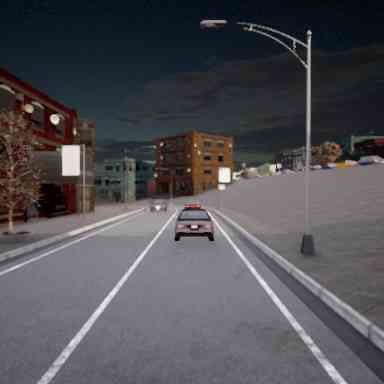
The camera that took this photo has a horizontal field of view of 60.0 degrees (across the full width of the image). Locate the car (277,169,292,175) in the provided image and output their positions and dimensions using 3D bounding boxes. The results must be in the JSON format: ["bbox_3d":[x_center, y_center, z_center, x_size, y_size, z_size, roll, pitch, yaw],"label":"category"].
[{"bbox_3d":[21.490,-4.321,75.162,2.185,1.767,4.553,0,1,-1],"label":"car"}]

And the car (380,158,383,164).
[{"bbox_3d":[23.533,-3.541,36.433,2.163,1.488,4.792,0,1,-6],"label":"car"}]

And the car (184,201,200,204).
[{"bbox_3d":[0.007,1.674,39.669,1.895,1.301,4.718,0,-1,-2],"label":"car"}]

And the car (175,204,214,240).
[{"bbox_3d":[0.100,1.538,16.798,2.033,1.411,5.357,0,0,0],"label":"car"}]

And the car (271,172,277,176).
[{"bbox_3d":[21.370,-4.220,80.655,2.002,1.452,4.674,0,1,-1],"label":"car"}]

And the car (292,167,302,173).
[{"bbox_3d":[21.728,-4.061,64.225,2.231,1.521,4.892,0,1,-1],"label":"car"}]

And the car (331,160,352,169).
[{"bbox_3d":[22.444,-3.780,47.629,2.097,1.535,5.008,0,1,-4],"label":"car"}]

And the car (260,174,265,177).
[{"bbox_3d":[21.126,-4.516,91.847,2.185,1.767,4.553,0,1,-1],"label":"car"}]

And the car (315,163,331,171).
[{"bbox_3d":[22.091,-3.843,53.166,2.002,1.452,4.674,0,1,-3],"label":"car"}]

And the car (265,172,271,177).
[{"bbox_3d":[21.246,-4.454,86.328,2.185,1.767,4.553,0,1,-1],"label":"car"}]

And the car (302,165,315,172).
[{"bbox_3d":[21.857,-3.981,58.708,2.231,1.521,4.892,0,1,-1],"label":"car"}]

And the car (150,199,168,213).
[{"bbox_3d":[-3.735,1.548,38.068,2.128,1.511,4.902,0,-1,-2],"label":"car"}]

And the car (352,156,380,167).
[{"bbox_3d":[22.912,-3.802,42.123,2.185,1.767,4.553,0,1,-5],"label":"car"}]
